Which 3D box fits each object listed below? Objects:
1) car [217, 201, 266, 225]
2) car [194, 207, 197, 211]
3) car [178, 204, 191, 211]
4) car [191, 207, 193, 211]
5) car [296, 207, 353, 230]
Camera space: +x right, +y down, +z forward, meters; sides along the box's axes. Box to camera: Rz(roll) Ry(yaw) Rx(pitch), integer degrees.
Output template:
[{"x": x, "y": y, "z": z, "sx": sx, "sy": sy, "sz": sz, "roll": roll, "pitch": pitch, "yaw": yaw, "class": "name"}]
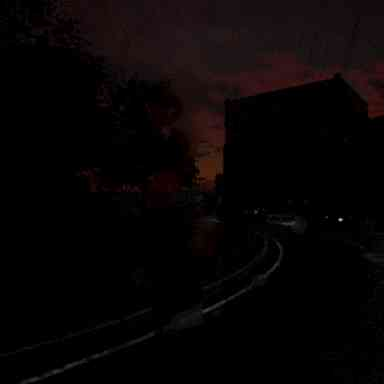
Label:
[{"x": 3.730, "y": 1.511, "z": 25.749, "sx": 2.097, "sy": 1.767, "sz": 4.553, "roll": -1, "pitch": 0, "yaw": -23, "class": "car"}, {"x": -0.559, "y": 4.897, "z": 88.740, "sx": 2.002, "sy": 1.452, "sz": 4.674, "roll": -1, "pitch": -4, "yaw": 3, "class": "car"}, {"x": -1.825, "y": 3.425, "z": 66.787, "sx": 2.002, "sy": 1.452, "sz": 4.674, "roll": 1, "pitch": -4, "yaw": 3, "class": "car"}, {"x": -1.521, "y": 3.782, "z": 72.263, "sx": 2.163, "sy": 1.488, "sz": 4.792, "roll": -1, "pitch": -4, "yaw": 3, "class": "car"}, {"x": 8.452, "y": 1.637, "z": 21.615, "sx": 1.994, "sy": 1.385, "sz": 4.181, "roll": -1, "pitch": 0, "yaw": -9, "class": "car"}]
